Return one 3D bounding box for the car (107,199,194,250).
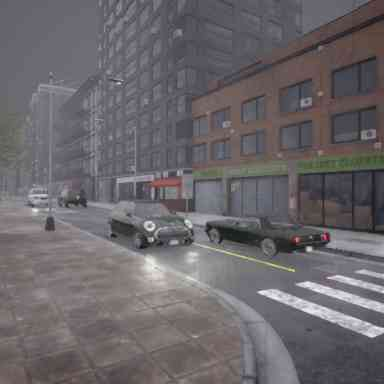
[{"bbox_3d":[-1.804,1.130,13.415,2.097,1.767,4.553,0,1,-33],"label":"car"}]

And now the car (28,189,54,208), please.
[{"bbox_3d":[-16.953,0.631,37.198,2.150,2.045,5.566,0,0,-32],"label":"car"}]

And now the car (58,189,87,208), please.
[{"bbox_3d":[-13.331,0.665,36.942,2.150,2.045,5.566,0,0,-32],"label":"car"}]

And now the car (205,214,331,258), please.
[{"bbox_3d":[2.465,1.449,12.214,1.895,1.301,4.718,0,1,-33],"label":"car"}]
